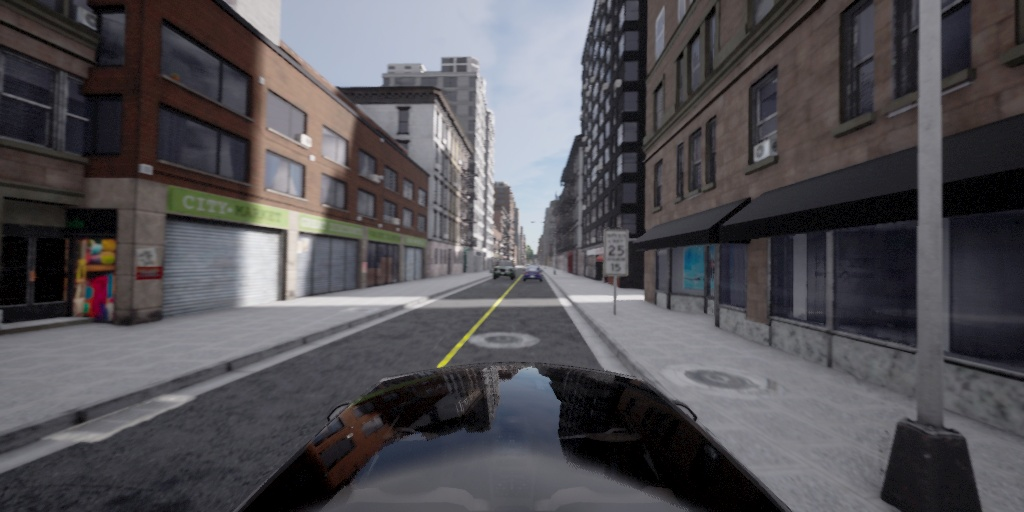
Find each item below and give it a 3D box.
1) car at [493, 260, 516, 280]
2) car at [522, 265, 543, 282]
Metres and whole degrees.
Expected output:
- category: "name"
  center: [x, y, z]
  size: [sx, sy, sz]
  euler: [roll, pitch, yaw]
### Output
- category: "car"
  center: [-0.769, 1.485, 39.201]
  size: [2.150, 2.045, 5.566]
  euler: [1, -1, 4]
- category: "car"
  center: [2.091, 1.797, 35.962]
  size: [1.812, 1.442, 4.674]
  euler: [1, -1, 4]
